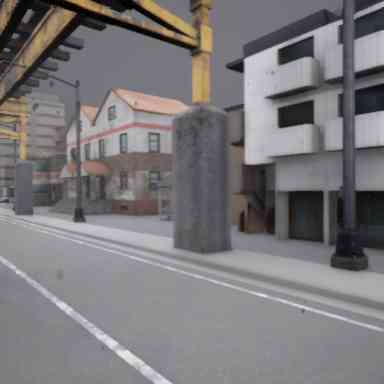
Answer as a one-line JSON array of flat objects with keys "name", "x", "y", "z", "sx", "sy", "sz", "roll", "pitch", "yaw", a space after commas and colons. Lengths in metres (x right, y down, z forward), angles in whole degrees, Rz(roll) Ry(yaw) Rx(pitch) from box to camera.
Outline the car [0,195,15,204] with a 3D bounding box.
[{"name": "car", "x": -35.869, "y": 1.510, "z": 65.716, "sx": 2.038, "sy": 1.542, "sz": 4.974, "roll": 0, "pitch": 1, "yaw": 31}]

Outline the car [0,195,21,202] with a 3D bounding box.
[{"name": "car", "x": -38.192, "y": 1.339, "z": 69.160, "sx": 4.536, "sy": 1.218, "sz": 1.853, "roll": -1, "pitch": 1, "yaw": -14}]

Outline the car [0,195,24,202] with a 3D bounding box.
[{"name": "car", "x": -35.844, "y": 1.352, "z": 65.760, "sx": 1.853, "sy": 1.218, "sz": 4.536, "roll": 0, "pitch": 1, "yaw": 31}]

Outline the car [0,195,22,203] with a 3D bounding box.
[{"name": "car", "x": -38.241, "y": 1.497, "z": 69.148, "sx": 4.974, "sy": 1.542, "sz": 2.038, "roll": -1, "pitch": 1, "yaw": -14}]
